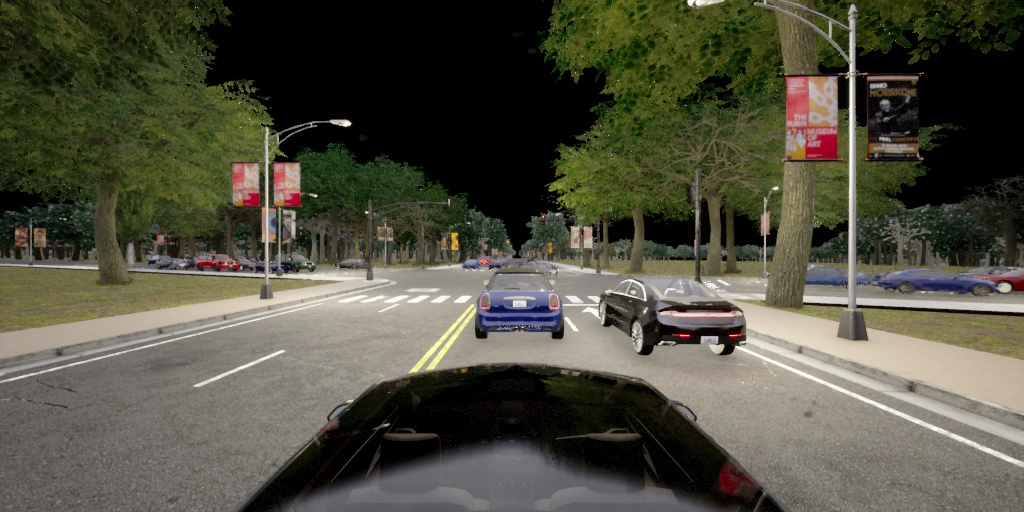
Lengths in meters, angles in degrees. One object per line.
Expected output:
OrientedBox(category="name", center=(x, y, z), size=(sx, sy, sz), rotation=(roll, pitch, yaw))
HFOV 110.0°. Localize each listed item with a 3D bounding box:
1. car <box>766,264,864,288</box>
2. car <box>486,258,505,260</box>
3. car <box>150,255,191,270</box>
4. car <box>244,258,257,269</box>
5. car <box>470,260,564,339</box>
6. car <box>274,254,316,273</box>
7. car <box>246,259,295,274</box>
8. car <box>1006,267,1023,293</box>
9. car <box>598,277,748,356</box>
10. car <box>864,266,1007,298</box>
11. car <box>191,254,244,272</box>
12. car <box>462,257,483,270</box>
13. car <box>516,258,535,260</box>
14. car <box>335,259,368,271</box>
OrientedBox(category="car", center=(21.164, 1.430, 24.822), size=(5.357, 1.411, 2.033), rotation=(0, 0, 21))
OrientedBox(category="car", center=(-2.360, 1.359, 50.903), size=(1.895, 1.301, 4.718), rotation=(0, 0, 0))
OrientedBox(category="car", center=(-44.249, 1.024, 46.750), size=(4.902, 1.511, 2.128), rotation=(0, 0, 24))
OrientedBox(category="car", center=(-34.658, 1.077, 46.012), size=(4.892, 1.490, 1.837), rotation=(0, 0, 24))
OrientedBox(category="car", center=(0.201, 1.103, 10.230), size=(2.097, 1.767, 4.553), rotation=(0, 0, 1))
OrientedBox(category="car", center=(-25.500, 0.843, 41.915), size=(5.566, 2.045, 2.150), rotation=(0, 0, 24))
OrientedBox(category="car", center=(-25.996, 1.227, 38.559), size=(4.718, 1.301, 1.895), rotation=(0, 0, 27))
OrientedBox(category="car", center=(30.144, 1.416, 20.784), size=(5.008, 1.535, 1.882), rotation=(0, 0, 24))
OrientedBox(category="car", center=(3.436, 1.242, 8.640), size=(2.128, 1.511, 4.902), rotation=(0, 0, 0))
OrientedBox(category="car", center=(23.349, 1.431, 20.050), size=(4.674, 1.442, 1.812), rotation=(0, 0, 24))
OrientedBox(category="car", center=(-35.059, 0.799, 42.622), size=(5.566, 2.045, 2.150), rotation=(0, 0, 24))
OrientedBox(category="car", center=(-5.920, 1.236, 52.234), size=(1.882, 1.535, 5.008), rotation=(0, 0, 5))
OrientedBox(category="car", center=(2.389, 1.259, 33.879), size=(2.128, 1.511, 4.902), rotation=(0, 0, -32))
OrientedBox(category="car", center=(-21.138, 1.121, 47.224), size=(4.902, 1.511, 2.128), rotation=(0, 0, 24))
